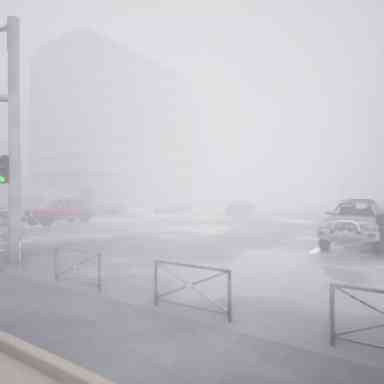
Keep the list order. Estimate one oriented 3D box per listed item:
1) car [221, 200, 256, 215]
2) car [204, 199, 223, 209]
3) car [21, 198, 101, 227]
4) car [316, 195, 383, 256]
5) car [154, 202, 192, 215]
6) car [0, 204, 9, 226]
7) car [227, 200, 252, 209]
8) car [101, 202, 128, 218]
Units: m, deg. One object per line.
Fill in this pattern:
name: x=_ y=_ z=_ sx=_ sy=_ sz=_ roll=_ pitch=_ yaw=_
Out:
car: x=5.428 y=1.783 z=36.481 sx=1.837 sy=1.490 sz=4.892 roll=-1 pitch=-1 yaw=34
car: x=3.810 y=1.821 z=52.821 sx=1.837 sy=1.490 sz=4.892 roll=-1 pitch=-1 yaw=34
car: x=-10.276 y=1.492 z=25.984 sx=2.150 sy=2.045 sz=5.566 roll=-1 pitch=0 yaw=34
car: x=6.250 y=1.176 z=12.676 sx=1.932 sy=1.855 sz=4.605 roll=-1 pitch=0 yaw=34
car: x=-2.049 y=1.819 z=38.097 sx=2.033 sy=1.411 sz=5.357 roll=-1 pitch=0 yaw=34
car: x=-15.820 y=1.663 z=24.040 sx=2.097 sy=1.767 sz=4.553 roll=-1 pitch=0 yaw=34
car: x=7.469 y=1.904 z=51.955 sx=1.895 sy=1.301 sz=4.718 roll=-1 pitch=0 yaw=34
car: x=-8.789 y=1.803 z=34.401 sx=2.128 sy=1.511 sz=4.902 roll=-1 pitch=0 yaw=34
